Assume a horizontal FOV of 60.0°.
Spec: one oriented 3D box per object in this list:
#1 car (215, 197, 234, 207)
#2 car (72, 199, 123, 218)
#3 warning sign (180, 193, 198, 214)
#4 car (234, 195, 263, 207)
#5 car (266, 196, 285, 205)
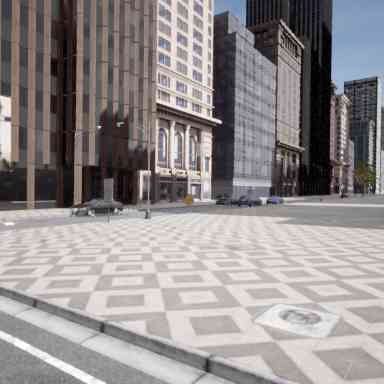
[{"bbox_3d":[5.034,1.358,48.179,1.994,1.385,4.181,1,1,36],"label":"car"},{"bbox_3d":[-8.276,1.376,29.454,2.128,1.511,4.902,1,1,35],"label":"car"},{"bbox_3d":[-0.267,1.077,30.695,1.300,1.860,1.060,1,1,35],"label":"warning sign"},{"bbox_3d":[8.344,1.193,47.474,2.097,1.767,4.553,1,1,36],"label":"car"},{"bbox_3d":[13.947,1.362,55.478,1.994,1.385,4.181,1,1,35],"label":"car"}]
